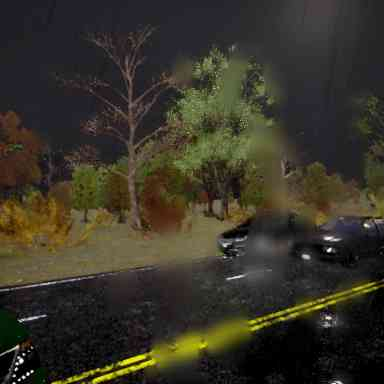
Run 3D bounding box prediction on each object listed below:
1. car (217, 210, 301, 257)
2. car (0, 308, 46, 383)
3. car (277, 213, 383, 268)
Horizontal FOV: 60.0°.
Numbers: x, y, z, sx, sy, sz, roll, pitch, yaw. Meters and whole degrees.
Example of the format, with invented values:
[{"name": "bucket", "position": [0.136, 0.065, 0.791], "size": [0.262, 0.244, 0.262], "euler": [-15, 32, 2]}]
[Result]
[{"name": "car", "position": [3.190, 1.616, 13.943], "size": [4.892, 1.490, 1.837], "euler": [-5, -5, -35]}, {"name": "car", "position": [-3.936, 1.578, 3.908], "size": [5.566, 2.045, 2.150], "euler": [-3, -6, 39]}, {"name": "car", "position": [5.622, 1.555, 11.537], "size": [5.357, 1.411, 2.033], "euler": [0, 0, -35]}]
